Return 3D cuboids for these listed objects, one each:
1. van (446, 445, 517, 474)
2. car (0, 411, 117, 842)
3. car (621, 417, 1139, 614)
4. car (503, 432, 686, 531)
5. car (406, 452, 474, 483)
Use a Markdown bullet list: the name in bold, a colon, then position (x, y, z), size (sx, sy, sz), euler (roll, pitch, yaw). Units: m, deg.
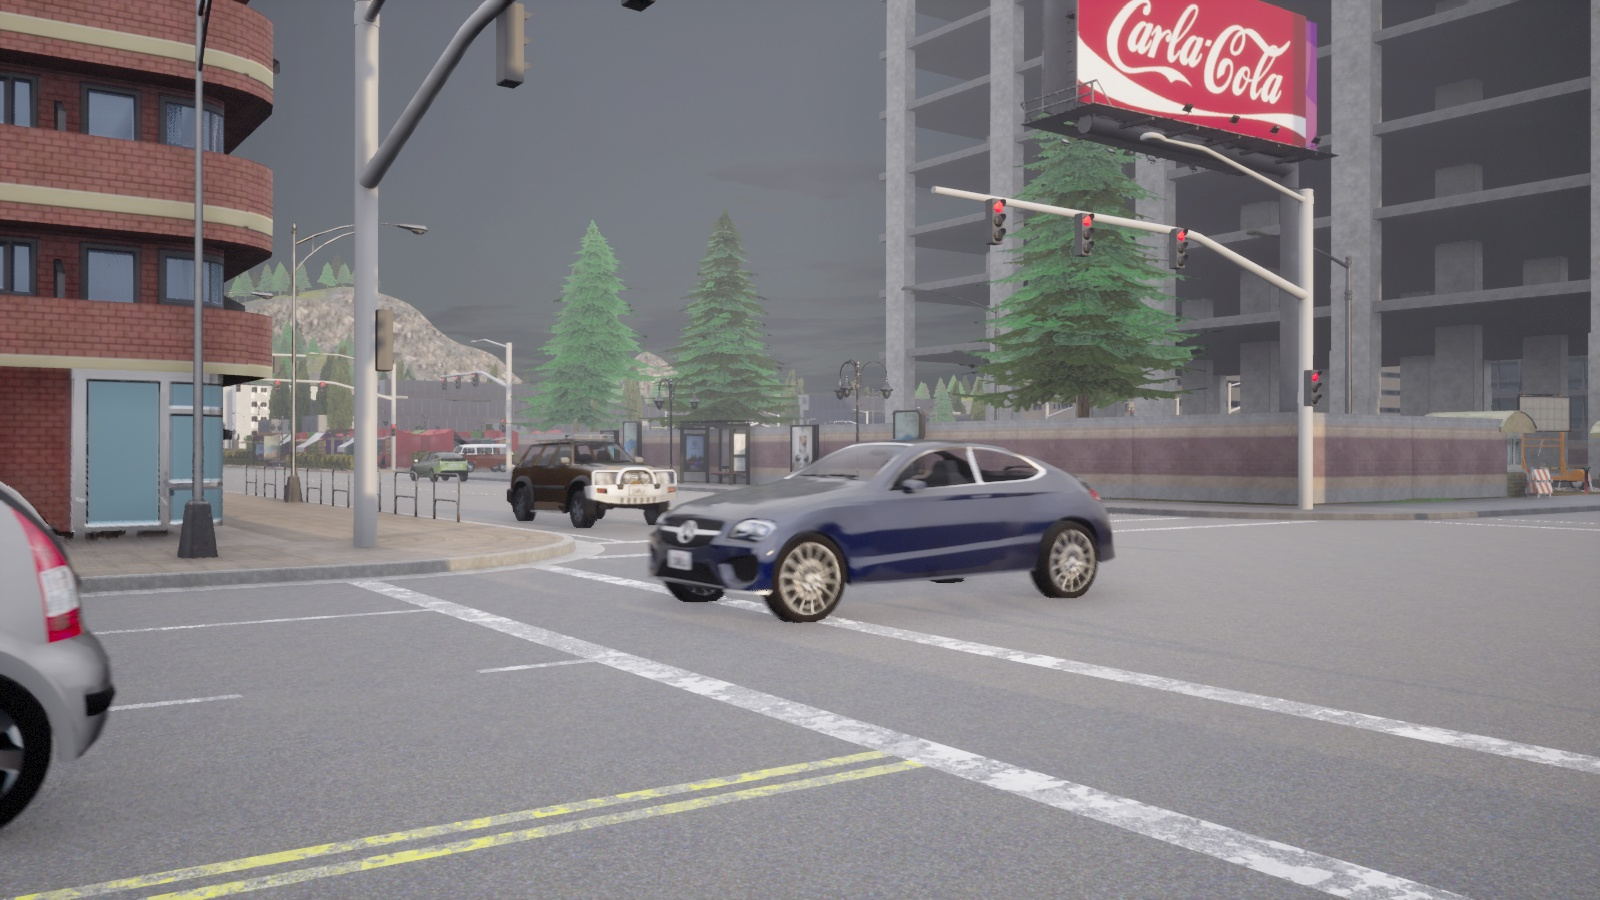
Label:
- **van**: position (-22.778, 0.681, 89.898), size (4.480, 2.038, 2.069), euler (0, 0, -35)
- **car**: position (-4.846, 0.664, 4.550), size (3.988, 1.617, 1.851), euler (0, 0, -35)
- **car**: position (0.932, 0.553, 12.839), size (5.027, 1.651, 2.152), euler (0, 0, -35)
- **car**: position (-4.372, 0.638, 26.131), size (1.932, 1.855, 4.605), euler (0, -1, -35)
- **car**: position (-18.486, 0.888, 64.403), size (2.007, 1.525, 4.514), euler (0, 0, -35)
